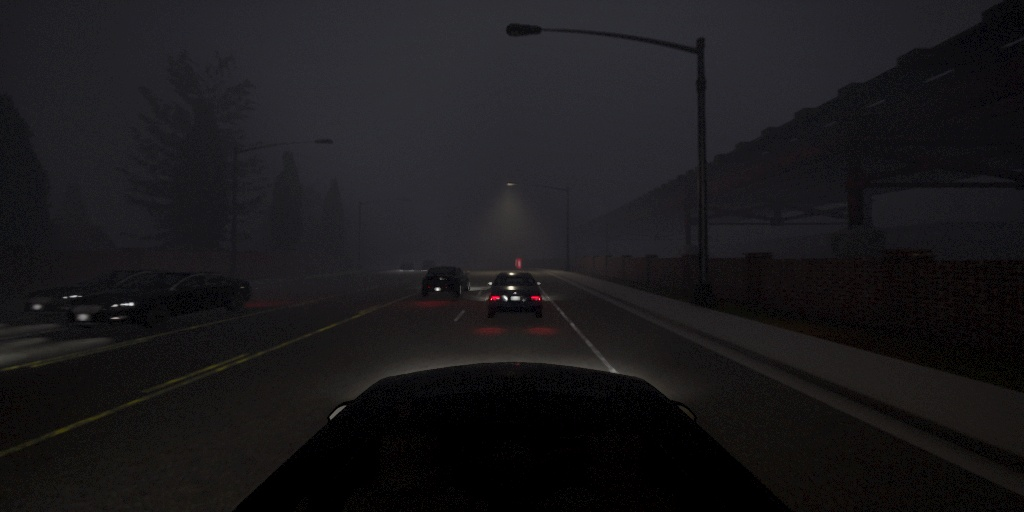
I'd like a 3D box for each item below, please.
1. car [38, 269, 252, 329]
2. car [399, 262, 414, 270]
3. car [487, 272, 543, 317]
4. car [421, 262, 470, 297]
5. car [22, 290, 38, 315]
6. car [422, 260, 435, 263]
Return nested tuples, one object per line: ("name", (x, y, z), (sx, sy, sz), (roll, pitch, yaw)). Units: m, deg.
("car", (-10.599, 1.247, 11.312), (2.128, 1.511, 4.902), (0, 0, 0))
("car", (-16.272, 1.505, 55.667), (1.895, 1.301, 4.718), (0, -1, -11))
("car", (0.100, 1.303, 13.141), (2.033, 1.411, 5.357), (0, 0, 0))
("car", (-3.399, 1.263, 18.810), (1.837, 1.490, 4.892), (0, 0, 0))
("car", (-14.100, 1.248, 13.101), (2.128, 1.511, 4.902), (0, 0, 0))
("car", (-12.279, 1.334, 53.188), (1.882, 1.535, 5.008), (0, -1, -10))
